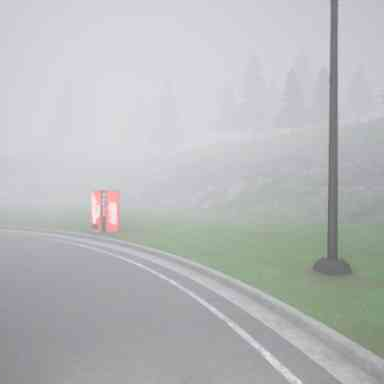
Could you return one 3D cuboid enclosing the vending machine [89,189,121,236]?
[{"bbox_3d":[-4.018,0.902,15.416,0.880,2.100,1.100,1,1,38],"label":"vending machine"}]
